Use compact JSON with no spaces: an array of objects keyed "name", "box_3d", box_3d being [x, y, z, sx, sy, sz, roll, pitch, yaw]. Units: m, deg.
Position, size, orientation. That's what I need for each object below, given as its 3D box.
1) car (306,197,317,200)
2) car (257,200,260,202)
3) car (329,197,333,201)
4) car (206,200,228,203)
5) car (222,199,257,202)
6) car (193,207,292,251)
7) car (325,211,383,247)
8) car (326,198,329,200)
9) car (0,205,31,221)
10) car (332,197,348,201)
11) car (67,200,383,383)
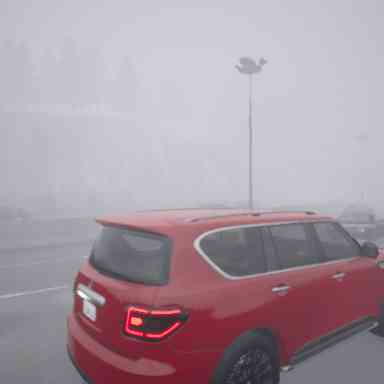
[{"name":"car","box_3d":[29.440,1.995,82.215,1.812,1.442,4.674,0,0,38]},{"name":"car","box_3d":[8.674,1.807,50.287,2.128,1.511,4.902,0,0,38]},{"name":"car","box_3d":[33.614,1.925,76.201,1.837,1.490,4.892,0,0,38]},{"name":"car","box_3d":[1.365,1.702,29.820,1.837,1.490,4.892,0,-1,40]},{"name":"car","box_3d":[5.747,1.862,40.946,1.895,1.301,4.718,0,-1,38]},{"name":"car","box_3d":[2.521,1.577,15.462,5.008,1.535,1.882,0,0,-44]},{"name":"car","box_3d":[8.442,1.694,16.462,1.895,1.301,4.718,0,-1,43]},{"name":"car","box_3d":[35.406,1.911,84.138,1.812,1.442,4.674,0,0,38]},{"name":"car","box_3d":[-14.361,1.696,24.055,4.892,1.490,1.837,0,0,-39]},{"name":"car","box_3d":[29.831,1.900,65.733,1.812,1.442,4.674,0,0,38]},{"name":"car","box_3d":[1.115,1.254,4.903,5.566,2.045,2.150,0,0,-38]}]
